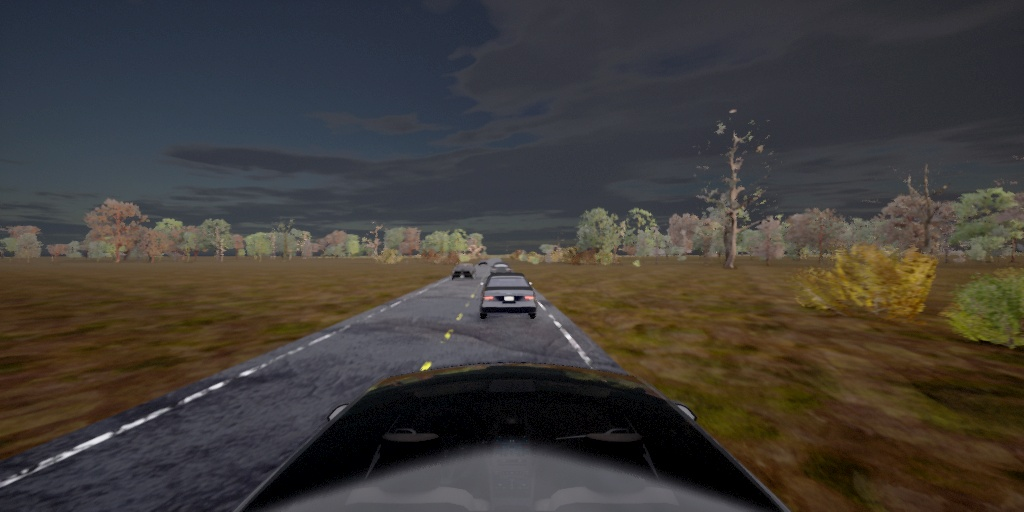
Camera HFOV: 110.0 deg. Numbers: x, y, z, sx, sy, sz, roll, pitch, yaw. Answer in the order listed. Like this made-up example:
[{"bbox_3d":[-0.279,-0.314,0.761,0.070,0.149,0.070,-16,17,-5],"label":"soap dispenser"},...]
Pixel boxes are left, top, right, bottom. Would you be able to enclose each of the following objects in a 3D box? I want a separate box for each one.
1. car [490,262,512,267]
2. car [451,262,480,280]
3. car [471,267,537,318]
[{"bbox_3d":[-0.960,1.277,32.215,1.812,1.442,4.674,0,0,-2],"label":"car"},{"bbox_3d":[-4.115,1.358,31.100,1.895,1.301,4.718,0,0,-2],"label":"car"},{"bbox_3d":[-0.180,1.298,13.018,2.033,1.411,5.357,0,0,-2],"label":"car"}]
